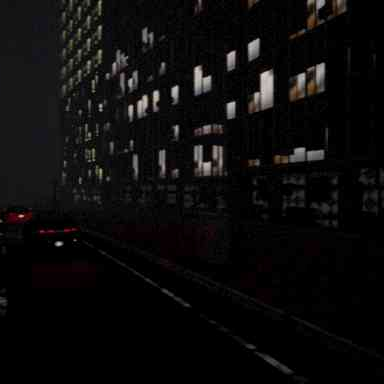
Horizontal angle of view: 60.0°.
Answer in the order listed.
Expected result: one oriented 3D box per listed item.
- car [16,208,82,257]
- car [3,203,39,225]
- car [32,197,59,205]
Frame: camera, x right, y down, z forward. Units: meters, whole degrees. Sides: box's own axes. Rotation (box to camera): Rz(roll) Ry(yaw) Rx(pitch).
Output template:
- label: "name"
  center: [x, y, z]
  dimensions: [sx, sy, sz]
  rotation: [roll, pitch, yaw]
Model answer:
- label: "car"
  center: [-5.846, 1.602, 13.696]
  dimensions: [2.128, 1.511, 4.902]
  rotation: [0, 0, -30]
- label: "car"
  center: [-13.907, 1.794, 26.642]
  dimensions: [1.994, 1.385, 4.181]
  rotation: [0, 0, -34]
- label: "car"
  center: [-34.490, 2.090, 77.359]
  dimensions: [5.009, 1.841, 2.192]
  rotation: [0, 0, -35]
